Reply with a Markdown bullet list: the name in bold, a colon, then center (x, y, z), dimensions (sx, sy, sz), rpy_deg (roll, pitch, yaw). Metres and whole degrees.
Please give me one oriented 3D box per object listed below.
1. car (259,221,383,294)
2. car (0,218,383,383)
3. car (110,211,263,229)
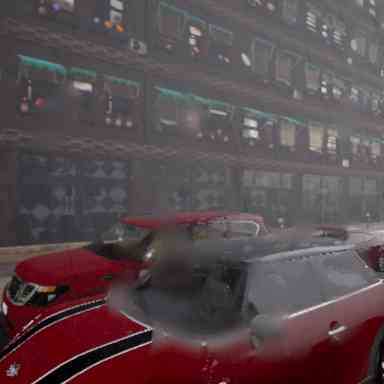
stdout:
- **car**: center (4.042, 1.636, 9.445), dimensions (4.206, 1.307, 1.802), rpy_deg (0, 1, -36)
- **car**: center (0.355, 1.366, 3.634), dimensions (4.553, 1.767, 2.097), rpy_deg (0, 0, -36)
- **car**: center (-0.566, 1.334, 6.142), dimensions (5.009, 1.841, 2.192), rpy_deg (0, 1, -36)
